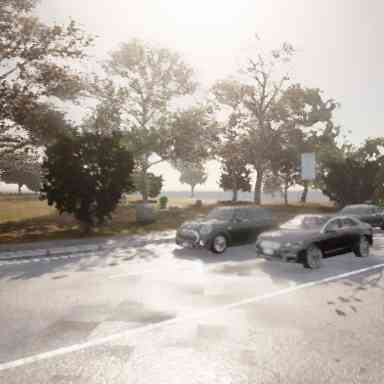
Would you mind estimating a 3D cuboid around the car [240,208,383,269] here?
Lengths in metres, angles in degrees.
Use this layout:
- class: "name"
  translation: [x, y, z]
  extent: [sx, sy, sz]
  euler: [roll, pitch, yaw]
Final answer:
- class: "car"
  translation: [4.244, 1.496, 11.253]
  extent: [4.902, 1.511, 2.128]
  euler: [0, 0, -36]

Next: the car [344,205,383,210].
- class: "car"
  translation: [9.839, 1.529, 19.604]
  extent: [4.892, 1.490, 1.837]
  euler: [0, 0, -36]

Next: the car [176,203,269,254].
- class: "car"
  translation: [1.559, 1.356, 13.627]
  extent: [4.553, 1.767, 2.097]
  euler: [0, 0, -36]
